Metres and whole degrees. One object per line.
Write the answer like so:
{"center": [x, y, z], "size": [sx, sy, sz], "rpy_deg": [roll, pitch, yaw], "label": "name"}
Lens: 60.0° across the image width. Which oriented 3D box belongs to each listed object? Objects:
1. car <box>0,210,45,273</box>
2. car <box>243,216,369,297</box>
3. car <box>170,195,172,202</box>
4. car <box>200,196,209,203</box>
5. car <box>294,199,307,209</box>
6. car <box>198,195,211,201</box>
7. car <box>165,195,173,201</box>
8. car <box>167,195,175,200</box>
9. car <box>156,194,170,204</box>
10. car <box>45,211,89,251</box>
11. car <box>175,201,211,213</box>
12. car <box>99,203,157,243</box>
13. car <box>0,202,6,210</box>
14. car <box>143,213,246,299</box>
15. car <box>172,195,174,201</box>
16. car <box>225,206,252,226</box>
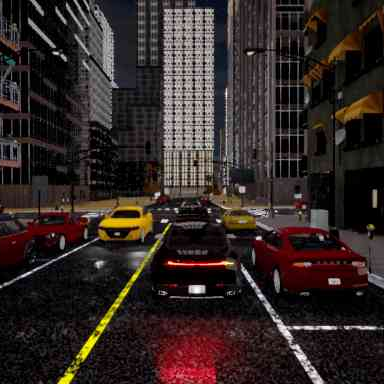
{"center": [-5.712, 1.438, 8.472], "size": [1.967, 1.590, 4.097], "rpy_deg": [-1, 0, 0], "label": "car"}
{"center": [2.670, 1.543, 8.472], "size": [1.887, 1.381, 4.507], "rpy_deg": [-1, 0, 0], "label": "car"}
{"center": [-5.810, 1.310, 68.593], "size": [2.192, 1.841, 5.009], "rpy_deg": [-1, 0, 0], "label": "car"}
{"center": [2.572, 1.521, 68.774], "size": [1.752, 1.417, 4.829], "rpy_deg": [-1, 0, 0], "label": "car"}
{"center": [14.190, 1.254, 38.662], "size": [4.507, 1.381, 1.887], "rpy_deg": [-1, 1, -1], "label": "car"}
{"center": [2.580, 1.435, 63.045], "size": [1.967, 1.590, 4.097], "rpy_deg": [-1, 0, 0], "label": "car"}
{"center": [-5.835, 1.521, 85.101], "size": [1.752, 1.417, 4.829], "rpy_deg": [-1, 0, 0], "label": "car"}
{"center": [-5.843, 1.541, 90.830], "size": [1.887, 1.381, 4.507], "rpy_deg": [-1, 0, 0], "label": "car"}
{"center": [-5.799, 1.540, 63.033], "size": [1.887, 1.381, 4.507], "rpy_deg": [-1, 0, 0], "label": "car"}
{"center": [-5.720, 1.542, 13.996], "size": [1.887, 1.381, 4.507], "rpy_deg": [-1, 0, 0], "label": "car"}
{"center": [0.067, 1.475, 18.675], "size": [1.882, 1.535, 5.008], "rpy_deg": [0, 0, 0], "label": "car"}
{"center": [-3.073, 1.475, 16.266], "size": [1.882, 1.535, 5.008], "rpy_deg": [0, 0, 0], "label": "car"}
{"center": [-23.908, 1.744, 38.277], "size": [4.097, 1.590, 1.967], "rpy_deg": [-1, 1, -1], "label": "car"}
{"center": [0.086, 1.503, 8.403], "size": [1.837, 1.490, 4.892], "rpy_deg": [0, 0, 0], "label": "car"}
{"center": [-5.819, 1.310, 74.152], "size": [2.192, 1.841, 5.009], "rpy_deg": [-1, 0, 0], "label": "car"}
{"center": [2.651, 1.522, 19.689], "size": [1.752, 1.417, 4.829], "rpy_deg": [-1, 0, 0], "label": "car"}
